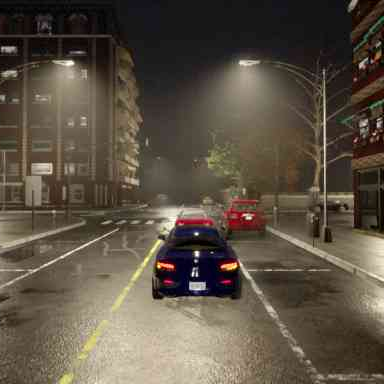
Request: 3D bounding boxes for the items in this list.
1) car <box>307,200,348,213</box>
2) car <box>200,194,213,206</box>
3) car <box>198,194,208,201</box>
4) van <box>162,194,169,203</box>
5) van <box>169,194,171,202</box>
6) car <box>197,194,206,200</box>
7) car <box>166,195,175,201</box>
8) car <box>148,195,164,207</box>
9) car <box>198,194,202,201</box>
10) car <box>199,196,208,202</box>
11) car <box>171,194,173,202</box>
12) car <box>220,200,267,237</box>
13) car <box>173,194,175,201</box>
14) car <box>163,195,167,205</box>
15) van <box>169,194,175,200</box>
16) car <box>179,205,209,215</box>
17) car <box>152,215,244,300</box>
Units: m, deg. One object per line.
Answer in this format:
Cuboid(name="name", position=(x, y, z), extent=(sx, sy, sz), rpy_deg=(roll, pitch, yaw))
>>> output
Cuboid(name="car", position=(15.205, 1.609, 37.248), extent=(4.313, 1.339, 1.947), rpy_deg=(0, -1, 1))
Cuboid(name="car", position=(2.692, 1.563, 56.413), extent=(1.752, 1.417, 4.829), rpy_deg=(1, 0, 0))
Cuboid(name="car", position=(2.690, 1.382, 83.933), extent=(2.192, 1.841, 5.009), rpy_deg=(1, 0, 0))
Cuboid(name="van", position=(-5.685, 1.383, 61.785), extent=(1.690, 1.788, 3.998), rpy_deg=(1, 0, 0))
Cuboid(name="van", position=(-5.687, 1.389, 67.324), extent=(1.690, 1.788, 3.998), rpy_deg=(1, 0, 0))
Cuboid(name="car", position=(2.687, 1.396, 95.009), extent=(2.192, 1.841, 5.009), rpy_deg=(1, 0, 0))
Cuboid(name="car", position=(-5.696, 1.625, 89.479), extent=(2.008, 1.369, 4.403), rpy_deg=(1, 0, 0))
Cuboid(name="car", position=(-5.687, 1.614, 50.709), extent=(1.802, 1.307, 4.206), rpy_deg=(1, 0, 0))
Cuboid(name="car", position=(2.688, 1.605, 72.856), extent=(2.008, 1.369, 4.403), rpy_deg=(1, 0, 0))
Cuboid(name="car", position=(2.686, 1.626, 78.395), extent=(1.947, 1.339, 4.313), rpy_deg=(1, 0, 0))
Cuboid(name="car", position=(-5.692, 1.636, 72.863), extent=(1.802, 1.307, 4.206), rpy_deg=(1, 0, 0))
Cuboid(name="car", position=(2.704, 1.323, 18.212), extent=(2.192, 1.841, 5.009), rpy_deg=(1, 0, 0))
Cuboid(name="car", position=(-5.693, 1.611, 78.402), extent=(2.008, 1.369, 4.403), rpy_deg=(1, 0, 0))
Cuboid(name="car", position=(-5.689, 1.619, 56.246), extent=(1.802, 1.307, 4.206), rpy_deg=(1, 0, 0))
Cuboid(name="van", position=(-5.693, 1.422, 95.017), extent=(1.690, 1.788, 3.998), rpy_deg=(1, 0, 0))
Cuboid(name="car", position=(0.097, 1.609, 18.025), extent=(1.895, 1.301, 4.718), rpy_deg=(0, 0, 0))
Cuboid(name="car", position=(0.100, 1.529, 8.281), extent=(1.812, 1.442, 4.674), rpy_deg=(0, 0, 0))
